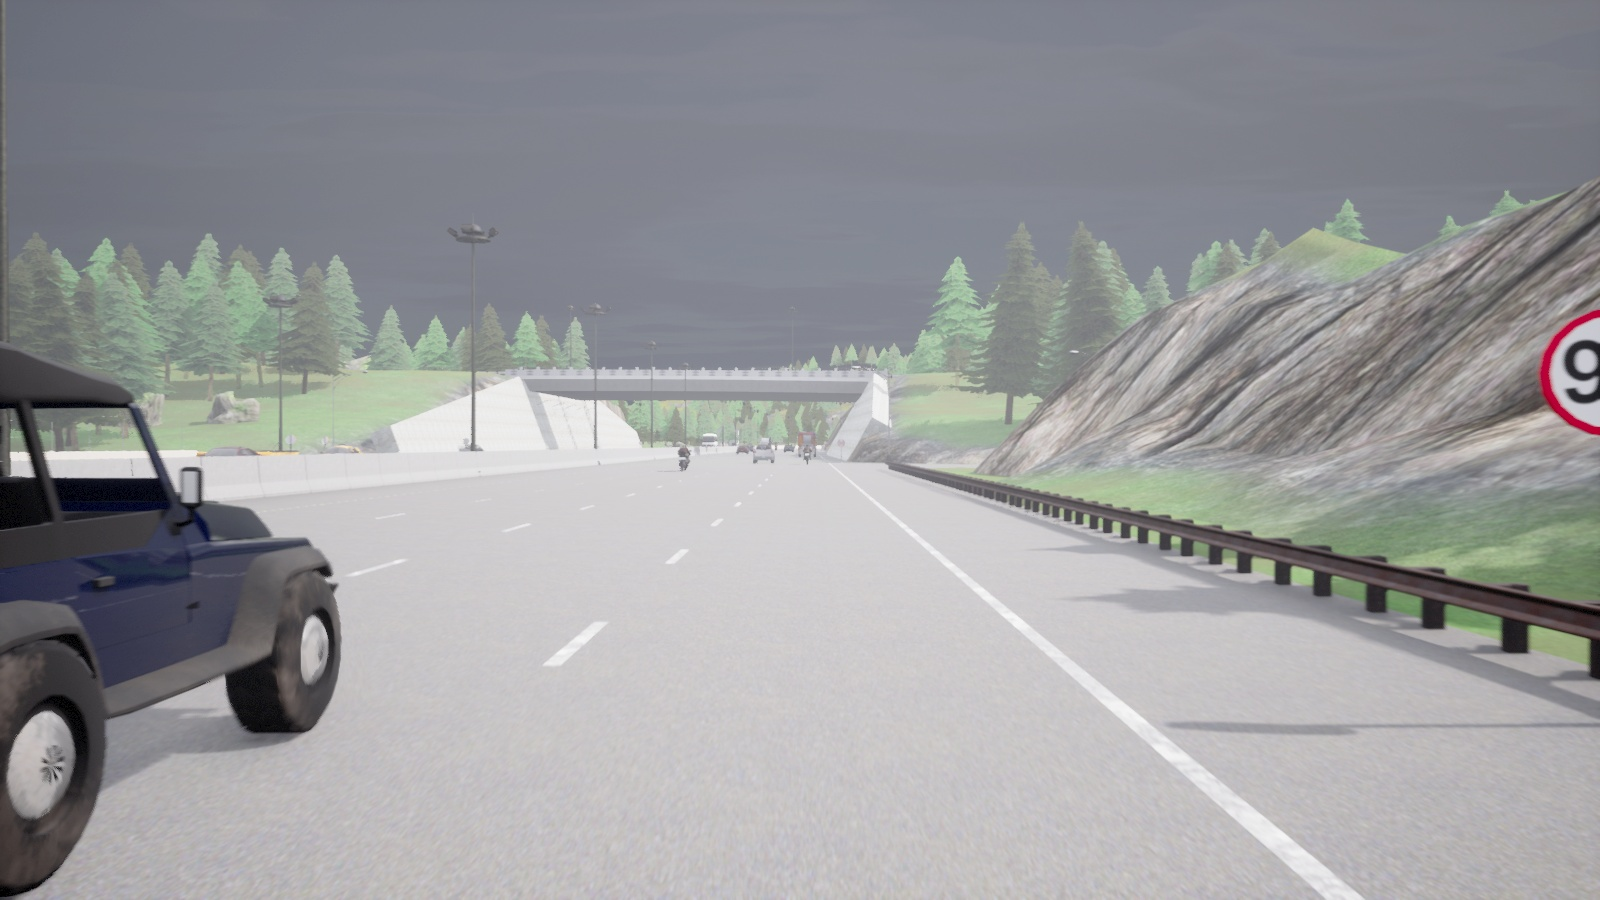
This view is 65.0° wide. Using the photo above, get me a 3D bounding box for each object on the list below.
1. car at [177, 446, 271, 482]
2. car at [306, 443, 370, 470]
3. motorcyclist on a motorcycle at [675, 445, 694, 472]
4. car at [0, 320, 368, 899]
[{"bbox_3d":[-24.183,0.537,52.906,1.812,1.442,4.674,0,0,0],"label":"car"},{"bbox_3d":[-27.556,0.358,75.113,1.801,1.575,5.366,0,0,0],"label":"car"},{"bbox_3d":[-6.577,0.486,71.403,0.866,1.530,2.191,0,0,0],"label":"motorcyclist on a motorcycle"},{"bbox_3d":[-3.454,0.519,5.313,1.905,1.878,3.866,0,1,0],"label":"car"}]
